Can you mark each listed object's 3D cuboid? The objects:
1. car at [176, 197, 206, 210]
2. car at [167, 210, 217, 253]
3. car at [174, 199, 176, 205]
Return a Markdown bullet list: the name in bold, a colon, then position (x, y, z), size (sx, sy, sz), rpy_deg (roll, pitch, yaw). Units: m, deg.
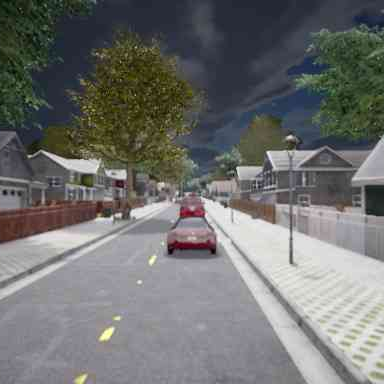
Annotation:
- **car**: position (0.013, 1.473, 29.038), size (2.150, 2.045, 5.566), rpy_deg (0, 0, 0)
- **car**: position (0.009, 1.702, 14.282), size (1.994, 1.385, 4.181), rpy_deg (0, 0, 0)
- **car**: position (-2.721, 1.915, 71.068), size (1.812, 1.442, 4.674), rpy_deg (0, 0, 0)
